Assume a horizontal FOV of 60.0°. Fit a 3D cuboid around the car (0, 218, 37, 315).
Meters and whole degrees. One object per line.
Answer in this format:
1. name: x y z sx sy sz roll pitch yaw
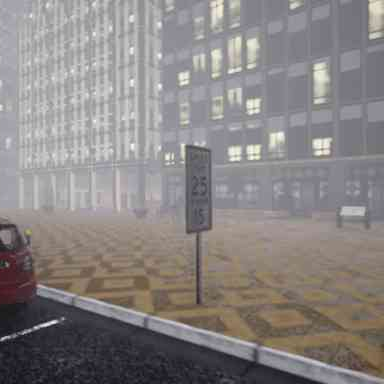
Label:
1. car: -5.042 1.403 6.461 5.009 1.841 2.192 -1 0 35
